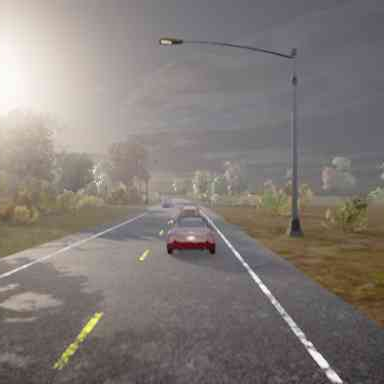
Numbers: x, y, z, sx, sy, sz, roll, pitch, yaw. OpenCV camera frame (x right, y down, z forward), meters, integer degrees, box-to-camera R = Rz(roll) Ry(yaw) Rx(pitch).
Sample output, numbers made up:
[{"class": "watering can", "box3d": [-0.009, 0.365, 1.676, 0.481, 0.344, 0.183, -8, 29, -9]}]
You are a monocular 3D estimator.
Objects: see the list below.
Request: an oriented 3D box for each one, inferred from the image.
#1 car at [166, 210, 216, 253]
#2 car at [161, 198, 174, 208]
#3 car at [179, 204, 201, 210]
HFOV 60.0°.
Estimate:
[{"class": "car", "box3d": [-0.041, 1.703, 14.344, 1.994, 1.385, 4.181, 0, 0, 0]}, {"class": "car", "box3d": [-4.313, 1.914, 58.473, 2.097, 1.767, 4.553, 0, -1, -1]}, {"class": "car", "box3d": [-0.195, 1.809, 29.458, 1.812, 1.442, 4.674, 0, 0, -1]}]
